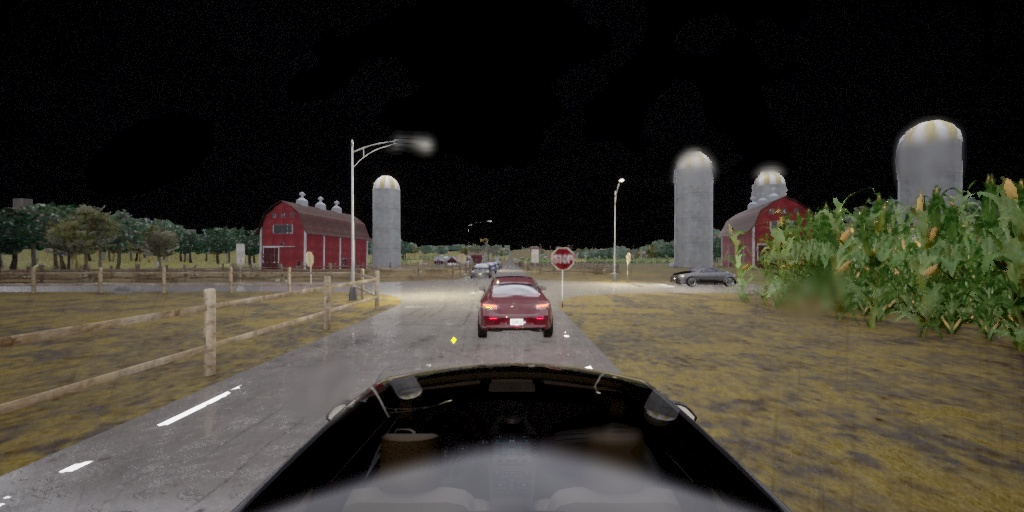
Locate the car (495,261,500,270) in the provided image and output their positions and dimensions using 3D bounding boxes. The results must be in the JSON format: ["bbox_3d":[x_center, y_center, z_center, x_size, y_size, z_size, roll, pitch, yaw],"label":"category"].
[{"bbox_3d":[-2.921,1.471,45.978,1.812,1.442,4.674,0,0,0],"label":"car"}]

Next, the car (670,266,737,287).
[{"bbox_3d":[13.654,1.444,25.677,4.181,1.385,1.994,0,1,0],"label":"car"}]

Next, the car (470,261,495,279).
[{"bbox_3d":[-2.902,1.401,34.829,1.812,1.442,4.674,0,0,0],"label":"car"}]

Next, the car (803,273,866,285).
[{"bbox_3d":[23.999,1.529,25.660,5.357,1.411,2.033,1,1,0],"label":"car"}]

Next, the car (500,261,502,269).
[{"bbox_3d":[-2.921,1.615,58.530,1.994,1.385,4.181,0,-1,0],"label":"car"}]

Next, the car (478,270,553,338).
[{"bbox_3d":[0.037,1.283,10.146,1.812,1.442,4.674,0,0,-2],"label":"car"}]
